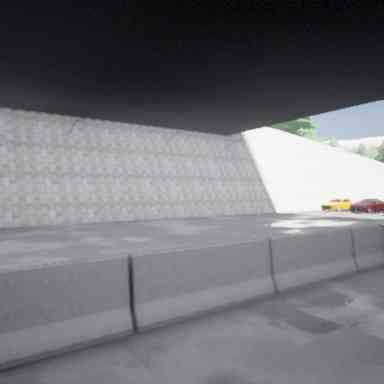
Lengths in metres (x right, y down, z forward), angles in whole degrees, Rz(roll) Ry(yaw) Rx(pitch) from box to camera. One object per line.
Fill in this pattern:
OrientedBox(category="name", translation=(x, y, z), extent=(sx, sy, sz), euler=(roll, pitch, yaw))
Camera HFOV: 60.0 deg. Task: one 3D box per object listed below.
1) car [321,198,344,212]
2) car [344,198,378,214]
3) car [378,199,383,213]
OrientedBox(category="car", translation=(16.433, 1.407, 37.164), extent=(5.008, 1.535, 1.882), euler=(0, 0, -35))
OrientedBox(category="car", translation=(18.112, 1.407, 34.064), extent=(5.008, 1.535, 1.882), euler=(0, 0, -35))
OrientedBox(category="car", translation=(19.929, 1.478, 31.067), extent=(5.357, 1.411, 2.033), euler=(0, 0, -35))
